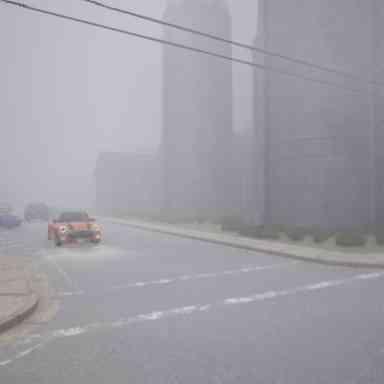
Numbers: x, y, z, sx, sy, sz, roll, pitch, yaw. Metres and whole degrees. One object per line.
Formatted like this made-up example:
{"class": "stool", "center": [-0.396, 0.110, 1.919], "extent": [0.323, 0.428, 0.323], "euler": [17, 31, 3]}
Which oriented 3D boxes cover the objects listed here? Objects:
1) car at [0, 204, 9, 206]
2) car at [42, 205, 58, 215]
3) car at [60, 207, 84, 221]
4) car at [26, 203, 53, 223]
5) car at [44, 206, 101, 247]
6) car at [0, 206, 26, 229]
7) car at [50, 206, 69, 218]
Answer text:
{"class": "car", "center": [-28.356, 2.629, 48.308], "extent": [3.866, 1.878, 1.905], "euler": [1, -2, -29]}
{"class": "car", "center": [-23.728, 2.953, 55.545], "extent": [1.882, 1.535, 5.008], "euler": [1, -2, -29]}
{"class": "car", "center": [-13.904, 2.539, 38.478], "extent": [1.812, 1.442, 4.674], "euler": [1, -2, -30]}
{"class": "car", "center": [-17.097, 2.202, 36.667], "extent": [2.150, 2.045, 5.566], "euler": [1, -1, -30]}
{"class": "car", "center": [-6.440, 1.829, 17.992], "extent": [2.097, 1.767, 4.553], "euler": [1, -2, -30]}
{"class": "car", "center": [-16.463, 2.227, 27.228], "extent": [4.611, 1.667, 2.242], "euler": [1, -2, -29]}
{"class": "car", "center": [-18.753, 2.769, 46.977], "extent": [1.812, 1.442, 4.674], "euler": [1, -2, -30]}
